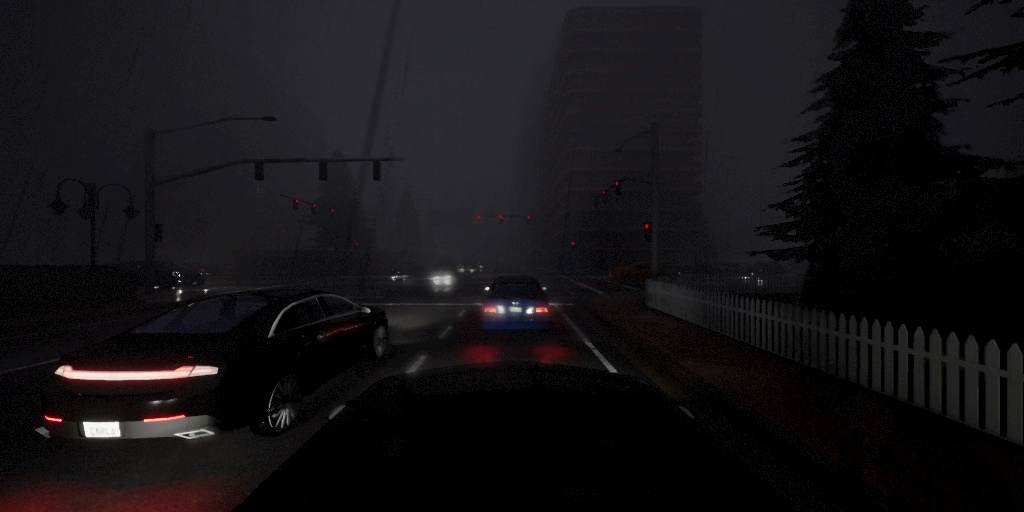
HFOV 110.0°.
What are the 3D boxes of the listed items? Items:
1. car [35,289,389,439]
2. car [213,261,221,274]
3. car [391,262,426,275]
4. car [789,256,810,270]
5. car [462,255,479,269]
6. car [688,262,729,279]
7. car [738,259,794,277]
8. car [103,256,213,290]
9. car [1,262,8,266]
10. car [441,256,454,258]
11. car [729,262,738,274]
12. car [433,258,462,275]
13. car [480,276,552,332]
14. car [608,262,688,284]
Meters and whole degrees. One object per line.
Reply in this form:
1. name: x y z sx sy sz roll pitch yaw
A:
1. car: -3.428 1.242 5.433 2.128 1.511 4.902 0 0 0
2. car: -29.313 1.295 31.950 4.718 1.301 1.895 0 0 0
3. car: -10.955 1.295 38.416 2.033 1.411 5.357 0 0 9
4. car: 34.119 0.918 42.530 2.150 2.045 5.566 0 0 39
5. car: -7.054 0.974 57.957 2.150 2.045 5.566 0 0 0
6. car: 15.877 1.259 30.630 4.181 1.385 1.994 0 0 -20
7. car: 24.356 1.242 34.310 5.357 1.411 2.033 0 0 -31
8. car: -21.138 1.047 21.359 4.553 1.767 2.097 0 0 0
9. car: -30.613 1.242 21.303 5.357 1.411 2.033 0 0 0
10. car: -10.553 0.974 57.806 2.150 2.045 5.566 0 0 0
11. car: 22.042 1.295 37.021 4.718 1.301 1.895 0 0 -30
12. car: -7.079 1.235 38.276 2.128 1.511 4.902 0 0 0
13. car: 0.119 1.297 10.847 2.033 1.411 5.357 0 0 1
14. car: 9.359 1.171 25.420 5.008 1.535 1.882 0 1 -4
